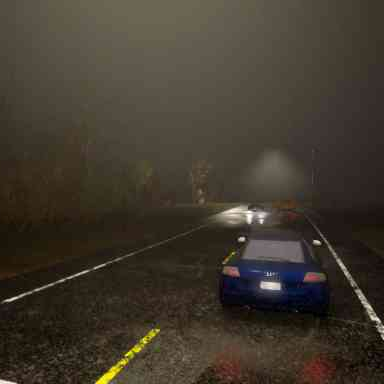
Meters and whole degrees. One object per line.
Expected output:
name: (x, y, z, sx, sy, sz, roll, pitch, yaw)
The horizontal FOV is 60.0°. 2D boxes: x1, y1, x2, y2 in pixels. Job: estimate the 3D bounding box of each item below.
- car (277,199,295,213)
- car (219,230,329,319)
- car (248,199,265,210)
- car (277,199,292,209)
car: (10.630, 1.486, 37.604, 1.882, 1.535, 5.008, 0, 0, 15)
car: (1.938, 1.563, 7.569, 1.994, 1.385, 4.181, 0, 0, 17)
car: (8.210, 1.616, 42.349, 1.895, 1.301, 4.718, 0, 0, 14)
car: (13.075, 1.628, 47.363, 1.895, 1.301, 4.718, 0, 0, 13)
